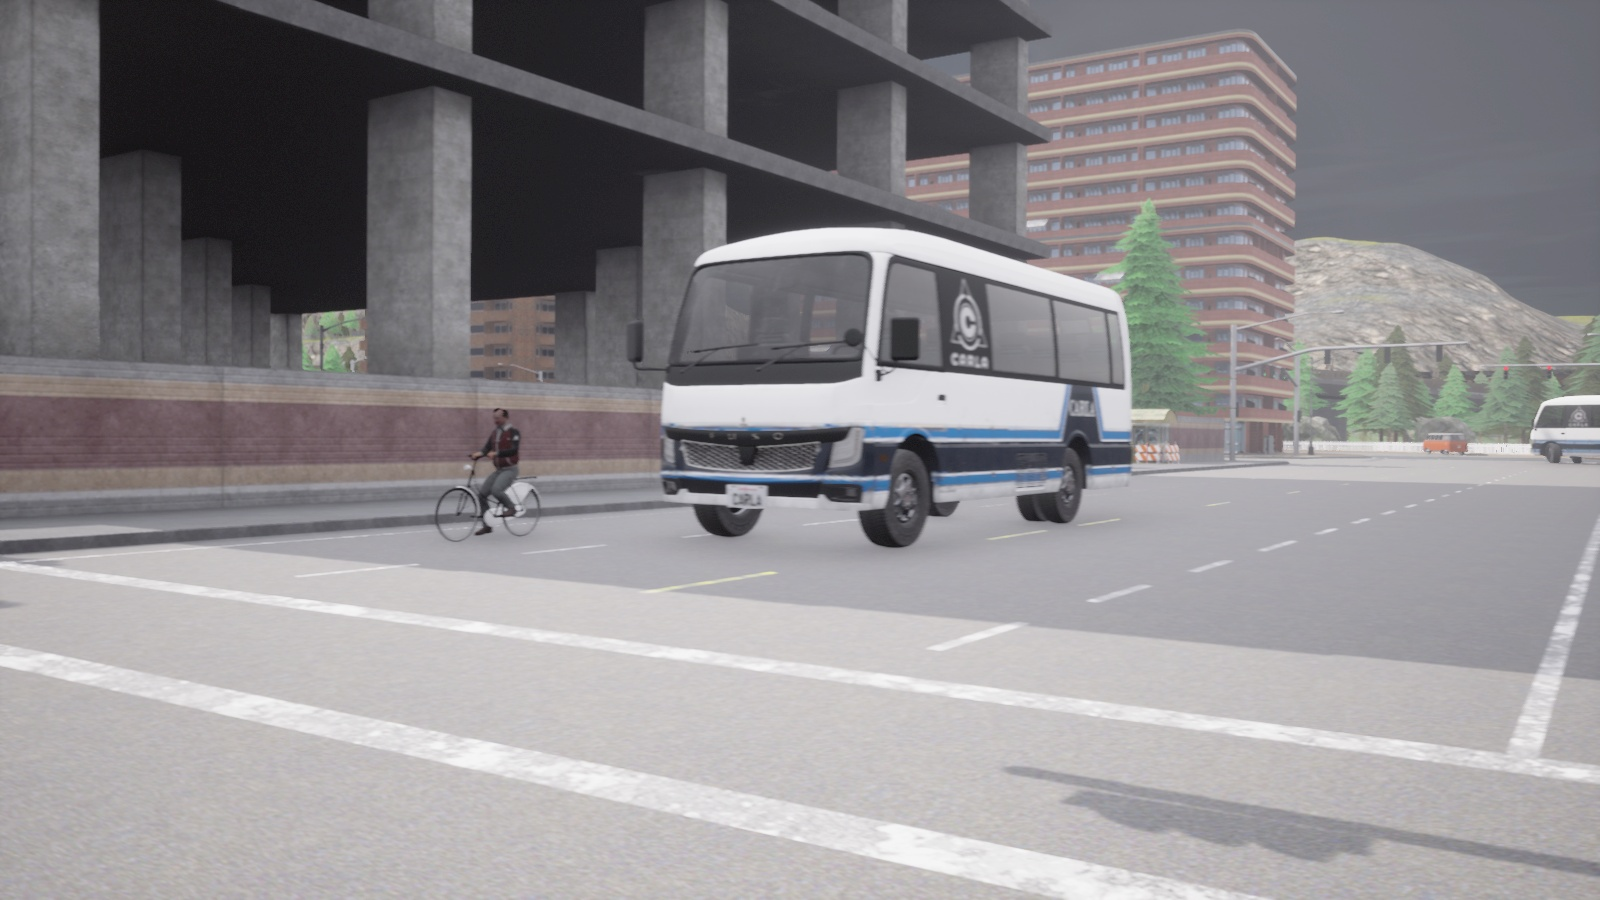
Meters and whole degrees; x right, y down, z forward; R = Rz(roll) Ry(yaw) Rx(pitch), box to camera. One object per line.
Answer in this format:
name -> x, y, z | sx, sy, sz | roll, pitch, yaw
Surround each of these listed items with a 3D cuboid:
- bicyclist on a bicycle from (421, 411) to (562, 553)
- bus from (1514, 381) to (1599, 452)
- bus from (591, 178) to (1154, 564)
bicyclist on a bicycle -> -4.058, 0.388, 16.657 | 0.659, 1.776, 1.843 | 0, 1, 33
bus -> 49.743, -2.116, 76.472 | 3.944, 4.253, 10.273 | -3, 2, -30
bus -> 1.832, -0.948, 19.231 | 3.944, 4.253, 10.273 | 0, 1, 33
